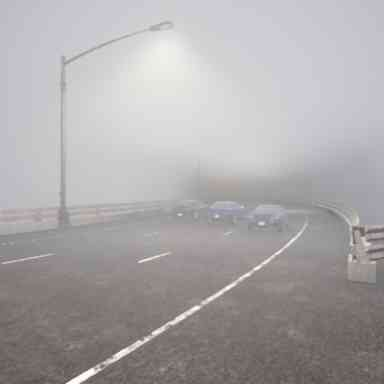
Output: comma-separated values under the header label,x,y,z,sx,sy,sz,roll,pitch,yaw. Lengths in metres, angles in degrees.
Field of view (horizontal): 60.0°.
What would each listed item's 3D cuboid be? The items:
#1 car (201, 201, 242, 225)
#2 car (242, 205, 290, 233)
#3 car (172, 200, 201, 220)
label,x,y,z,sx,sy,sz,roll,pitch,yaw
car,2.519,1.395,23.739,1.882,1.535,5.008,0,0,21
car,4.541,1.464,19.415,1.812,1.442,4.674,0,0,23
car,-0.010,1.405,26.892,1.837,1.490,4.892,0,0,21
